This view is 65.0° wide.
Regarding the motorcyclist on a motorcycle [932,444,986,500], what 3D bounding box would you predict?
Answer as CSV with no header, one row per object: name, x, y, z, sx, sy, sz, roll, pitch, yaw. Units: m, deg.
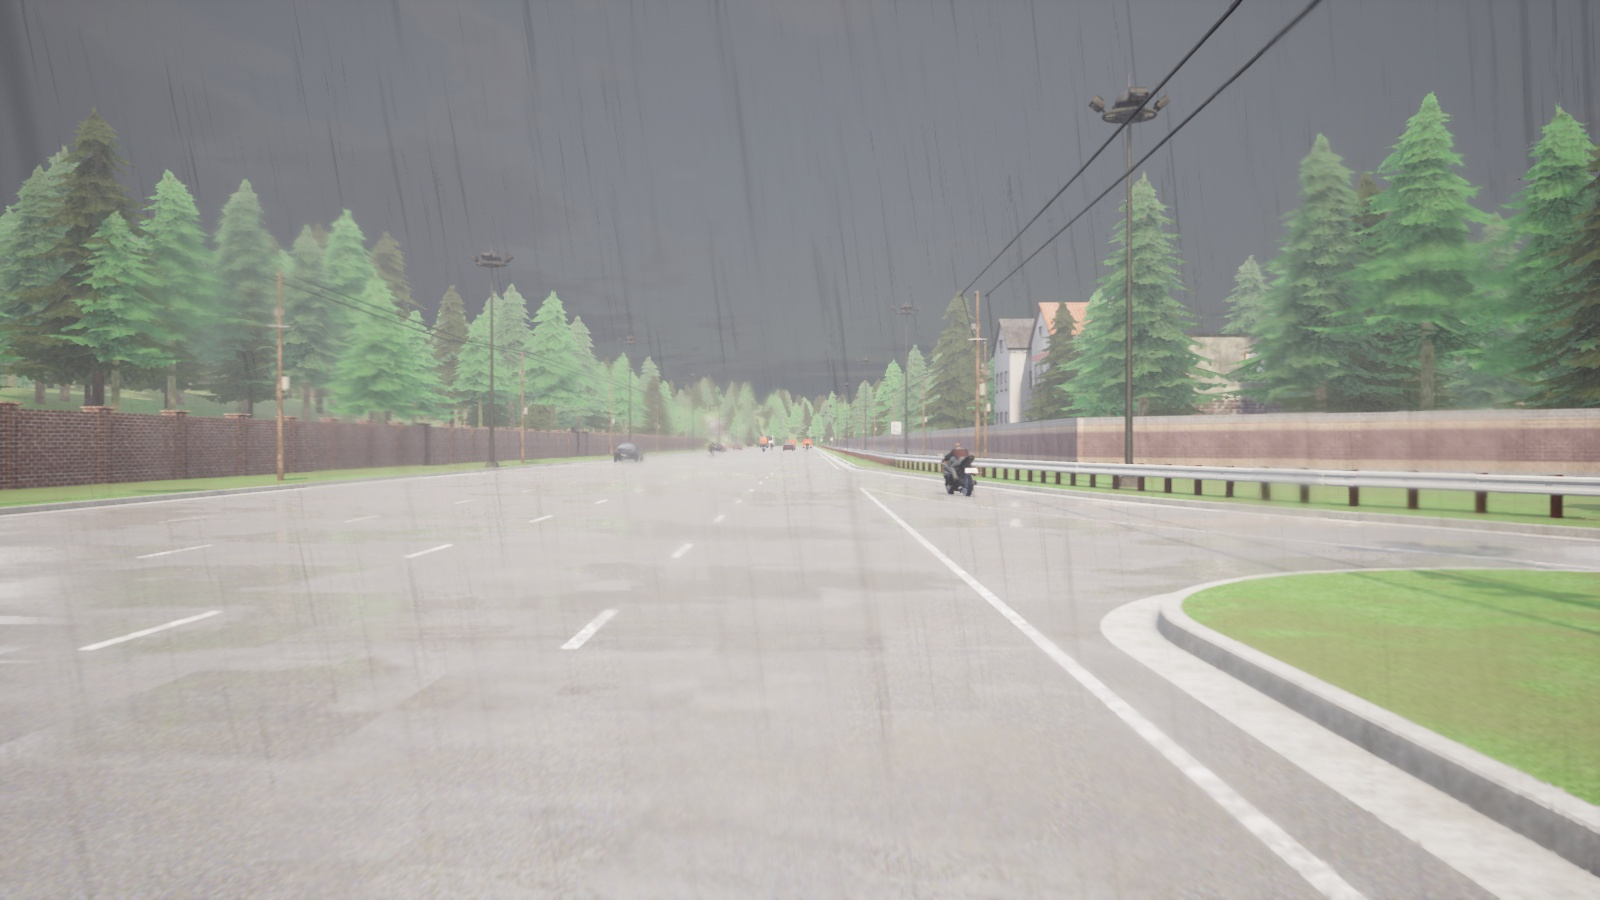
motorcyclist on a motorcycle,4.456,0.585,35.413,0.866,1.530,2.191,0,0,-11
